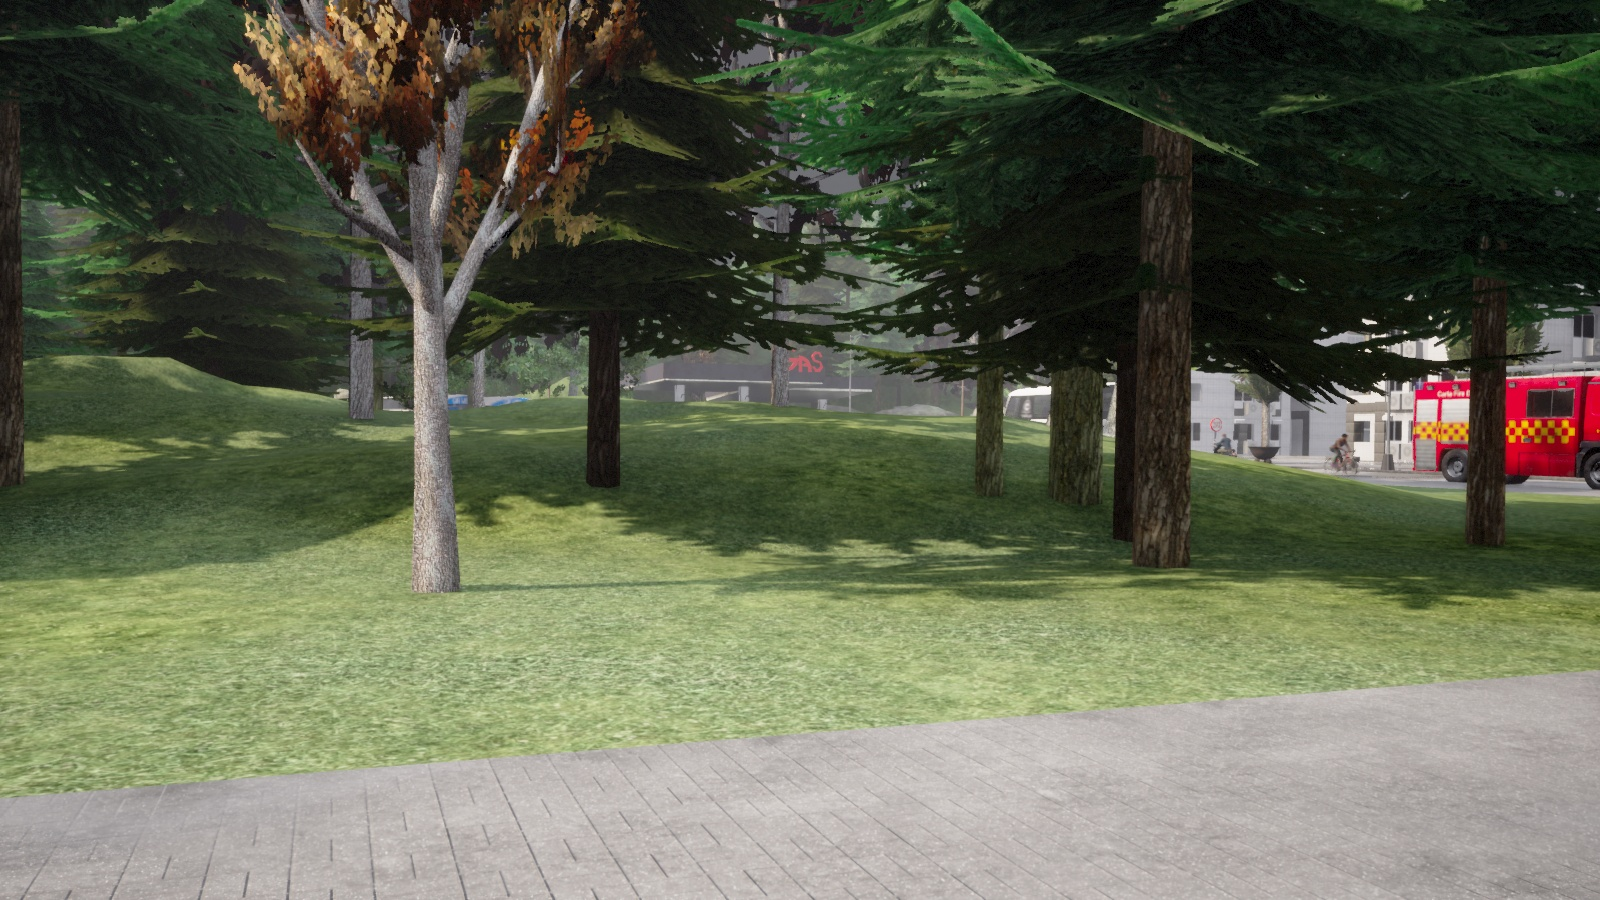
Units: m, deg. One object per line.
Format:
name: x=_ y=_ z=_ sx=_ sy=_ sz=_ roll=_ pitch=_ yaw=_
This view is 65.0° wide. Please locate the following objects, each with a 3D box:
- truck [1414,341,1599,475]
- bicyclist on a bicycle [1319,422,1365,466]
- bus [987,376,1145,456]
truck: x=23.339 y=-1.245 z=38.456 sx=2.891 sy=3.827 sz=8.468 roll=-1 pitch=1 yaw=-20
bicyclist on a bicycle: x=20.229 y=-0.230 z=46.884 sx=0.582 sy=1.620 sz=1.656 roll=-1 pitch=1 yaw=-20
bus: x=15.044 y=-1.917 z=72.270 sx=3.944 sy=4.253 sz=10.273 roll=-1 pitch=1 yaw=-20
